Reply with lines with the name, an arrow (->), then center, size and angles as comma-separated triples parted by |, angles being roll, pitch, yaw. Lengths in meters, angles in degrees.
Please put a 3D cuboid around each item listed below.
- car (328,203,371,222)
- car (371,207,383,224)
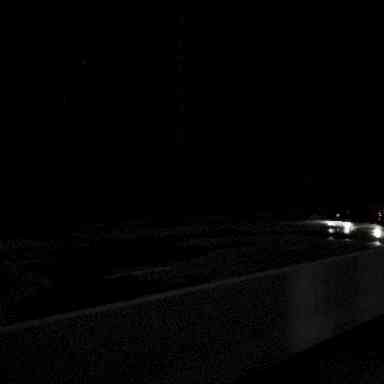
car -> 12.431, 1.539, 26.078 | 4.181, 1.385, 1.994 | 0, 0, -39
car -> 14.896, 1.453, 23.548 | 5.008, 1.535, 1.882 | 0, 0, -40
